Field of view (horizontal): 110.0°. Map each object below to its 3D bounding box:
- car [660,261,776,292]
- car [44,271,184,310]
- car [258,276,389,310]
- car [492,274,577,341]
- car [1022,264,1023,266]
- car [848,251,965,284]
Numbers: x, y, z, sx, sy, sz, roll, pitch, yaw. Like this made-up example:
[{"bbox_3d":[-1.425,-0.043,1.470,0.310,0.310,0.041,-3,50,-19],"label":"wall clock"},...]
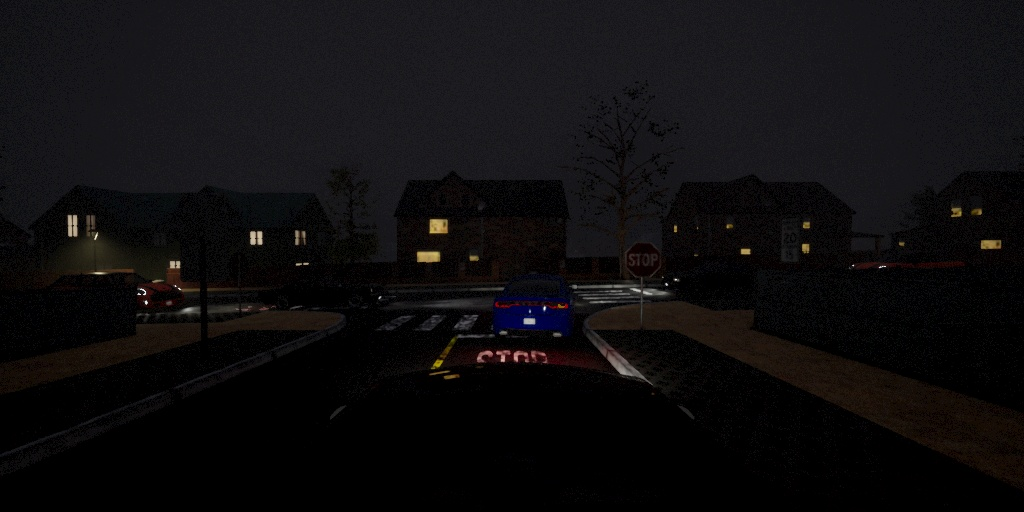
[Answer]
[{"bbox_3d":[10.446,0.980,18.139,5.357,1.411,2.033,-1,1,-1],"label":"car"},{"bbox_3d":[-16.800,1.471,15.202,4.553,1.767,2.097,-1,1,0],"label":"car"},{"bbox_3d":[-7.812,1.506,15.210,4.718,1.301,1.895,-1,1,0],"label":"car"},{"bbox_3d":[0.786,1.226,10.003,1.882,1.535,5.008,0,0,10],"label":"car"},{"bbox_3d":[28.977,0.501,18.172,4.892,1.490,1.837,-1,1,0],"label":"car"},{"bbox_3d":[19.815,0.563,18.169,4.553,1.767,2.097,-1,1,0],"label":"car"}]
